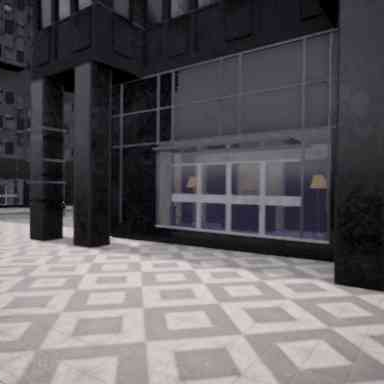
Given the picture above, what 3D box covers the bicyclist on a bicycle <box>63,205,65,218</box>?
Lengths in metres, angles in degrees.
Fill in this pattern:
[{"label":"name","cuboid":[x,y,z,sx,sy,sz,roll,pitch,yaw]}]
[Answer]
[{"label":"bicyclist on a bicycle","cuboid":[-11.708,1.466,29.441,1.656,1.620,0.582,1,1,36]}]
